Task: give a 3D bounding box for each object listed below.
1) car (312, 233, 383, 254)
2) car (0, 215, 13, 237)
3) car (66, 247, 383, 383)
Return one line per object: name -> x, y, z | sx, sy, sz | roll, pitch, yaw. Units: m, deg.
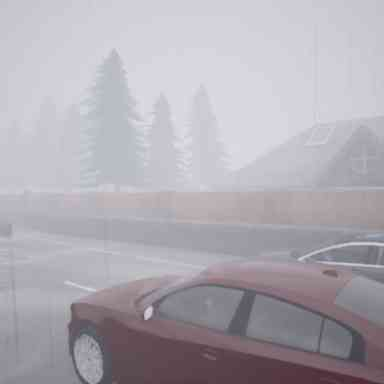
car -> 3.175, 1.528, 6.122 | 4.902, 1.511, 2.128 | -1, -1, 36
car -> -11.660, 1.768, 18.557 | 4.181, 1.385, 1.994 | -1, -1, 44
car -> 0.645, 1.505, 3.634 | 5.008, 1.535, 1.882 | -1, 0, 36
